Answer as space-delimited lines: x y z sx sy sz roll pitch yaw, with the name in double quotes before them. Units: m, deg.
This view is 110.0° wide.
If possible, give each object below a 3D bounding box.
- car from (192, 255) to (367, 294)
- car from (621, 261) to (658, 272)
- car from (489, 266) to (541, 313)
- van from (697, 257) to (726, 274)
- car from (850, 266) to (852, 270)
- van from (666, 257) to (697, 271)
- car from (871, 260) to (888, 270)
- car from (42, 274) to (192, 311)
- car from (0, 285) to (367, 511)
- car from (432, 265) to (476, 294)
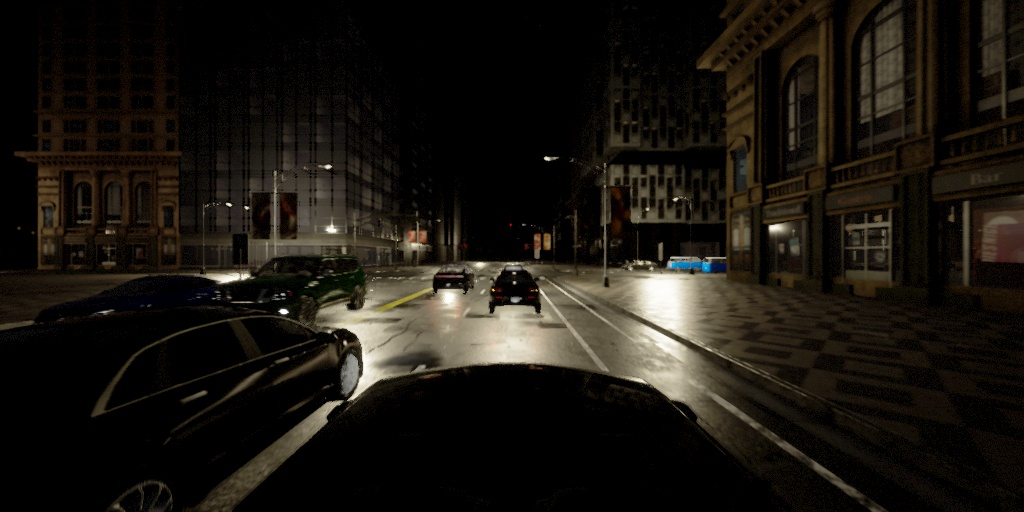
"car" -6.587 0.966 11.457 2.150 2.045 5.566 0 0 0
"car" 15.884 1.230 44.837 4.403 1.370 2.007 0 0 0
"car" 0.102 1.268 13.881 1.812 1.442 4.674 0 -1 0
"van" 21.466 1.006 36.287 3.998 1.789 1.690 0 0 0
"car" 32.704 1.225 36.237 4.207 1.307 1.802 0 0 0
"van" 21.503 1.009 44.812 3.998 1.789 1.690 0 0 0
"car" 38.323 1.073 36.212 4.097 1.591 1.967 0 0 0
"car" -9.841 1.269 10.049 1.812 1.442 4.674 0 0 0
"car" -3.150 1.252 3.505 1.837 1.490 4.892 0 0 0
"car" -3.148 1.228 20.109 2.128 1.511 4.902 0 0 0
